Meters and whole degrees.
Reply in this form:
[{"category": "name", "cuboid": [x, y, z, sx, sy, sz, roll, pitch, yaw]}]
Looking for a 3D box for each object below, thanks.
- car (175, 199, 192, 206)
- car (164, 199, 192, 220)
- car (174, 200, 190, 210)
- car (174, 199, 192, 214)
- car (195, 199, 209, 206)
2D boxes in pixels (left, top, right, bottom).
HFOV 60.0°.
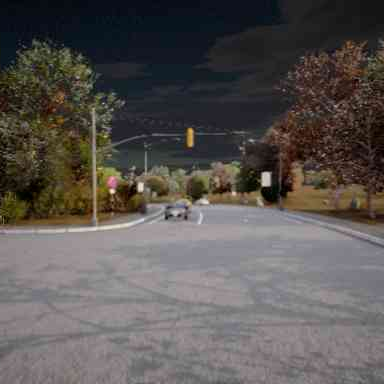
[{"category": "car", "cuboid": [-1.790, 2.157, 68.955, 1.882, 1.535, 5.008, -1, -1, -20]}, {"category": "car", "cuboid": [-1.205, 1.487, 28.053, 2.128, 1.511, 4.902, -1, 0, 2]}, {"category": "car", "cuboid": [-1.515, 1.860, 48.630, 1.994, 1.385, 4.181, -1, -1, -5]}, {"category": "car", "cuboid": [-1.033, 1.584, 38.387, 1.882, 1.535, 5.008, -1, -1, -1]}, {"category": "car", "cuboid": [2.044, 2.131, 68.404, 1.812, 1.442, 4.674, -1, -1, -17]}]
